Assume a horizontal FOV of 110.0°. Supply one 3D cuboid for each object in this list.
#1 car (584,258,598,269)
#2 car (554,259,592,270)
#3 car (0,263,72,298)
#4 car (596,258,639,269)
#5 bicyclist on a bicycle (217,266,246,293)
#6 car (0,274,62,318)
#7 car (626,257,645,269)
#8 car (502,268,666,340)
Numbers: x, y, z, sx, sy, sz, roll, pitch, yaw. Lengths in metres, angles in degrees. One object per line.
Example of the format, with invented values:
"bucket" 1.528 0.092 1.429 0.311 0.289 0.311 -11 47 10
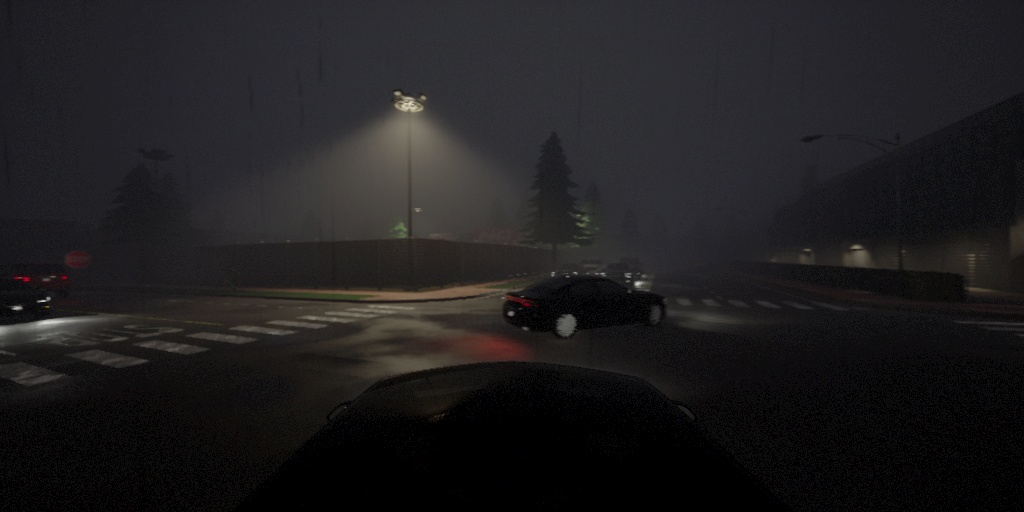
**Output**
"car" 7.820 1.198 35.132 2.150 2.045 5.566 -1 -1 23
"car" 4.297 1.287 26.606 2.097 1.767 4.553 -1 -1 23
"car" -28.122 1.437 20.746 5.566 2.045 2.150 -1 -1 22
"car" 7.500 1.239 25.193 2.097 1.767 4.553 -1 -1 22
"bicyclist on a bicycle" -17.238 1.413 22.048 0.582 1.620 1.656 -1 0 22
"car" -19.045 1.551 13.099 4.892 1.490 1.837 -1 -1 22
"car" 11.165 1.152 34.058 2.150 2.045 5.566 -1 -1 22
"car" 2.161 1.283 10.171 5.008 1.535 1.882 0 0 -27
